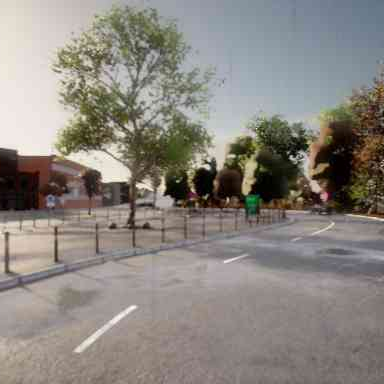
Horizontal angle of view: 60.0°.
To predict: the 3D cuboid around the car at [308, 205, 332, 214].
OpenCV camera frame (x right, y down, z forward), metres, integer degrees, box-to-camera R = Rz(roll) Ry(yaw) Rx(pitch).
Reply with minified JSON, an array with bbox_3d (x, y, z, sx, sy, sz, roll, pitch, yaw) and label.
[{"bbox_3d":[20.276,2.757,52.900,2.128,1.511,4.902,0,-1,-7],"label":"car"}]
